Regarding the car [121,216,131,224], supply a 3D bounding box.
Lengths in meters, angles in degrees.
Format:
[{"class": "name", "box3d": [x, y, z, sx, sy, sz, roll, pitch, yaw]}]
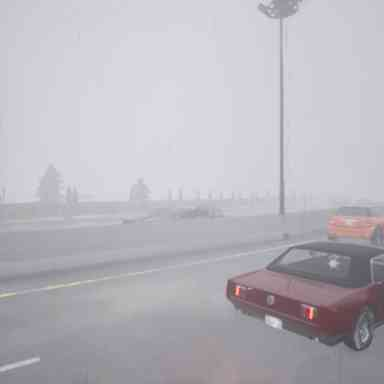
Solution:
[{"class": "car", "box3d": [-1.803, 1.619, 20.867, 5.357, 1.411, 2.033, 0, 0, -43]}]

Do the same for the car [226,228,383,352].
[{"class": "car", "box3d": [2.930, 1.615, 6.244, 4.718, 1.301, 1.895, 0, 0, -39]}]

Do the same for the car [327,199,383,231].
[{"class": "car", "box3d": [8.358, 1.385, 15.928, 4.553, 1.767, 2.097, 0, 0, -44]}]

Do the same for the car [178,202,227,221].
[{"class": "car", "box3d": [0.941, 1.653, 28.641, 1.994, 1.385, 4.181, 0, 0, 42]}]

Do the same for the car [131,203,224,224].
[{"class": "car", "box3d": [-0.491, 1.562, 17.414, 4.892, 1.490, 1.837, 0, 0, -43]}]

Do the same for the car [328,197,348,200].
[{"class": "car", "box3d": [23.131, 1.589, 51.338, 1.882, 1.535, 5.008, 0, 0, 37]}]
